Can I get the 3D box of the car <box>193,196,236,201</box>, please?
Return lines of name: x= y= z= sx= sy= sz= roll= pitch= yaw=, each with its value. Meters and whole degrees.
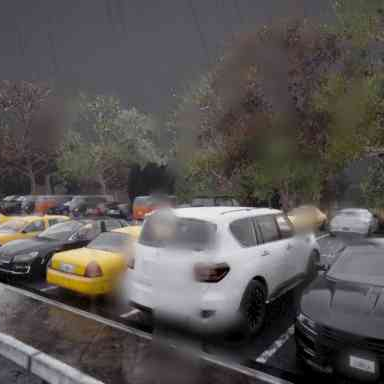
car: x=2.020 y=1.285 z=22.711 sx=2.435 sy=2.045 sz=5.566 roll=0 pitch=0 yaw=36

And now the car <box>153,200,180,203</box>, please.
car: x=-0.257 y=1.556 z=24.290 sx=2.163 sy=1.488 sz=4.792 roll=0 pitch=0 yaw=36

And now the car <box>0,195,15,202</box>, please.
car: x=-18.196 y=1.333 z=37.289 sx=2.435 sy=2.045 sz=5.566 roll=0 pitch=0 yaw=36

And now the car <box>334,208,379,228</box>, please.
car: x=8.730 y=1.604 z=17.810 sx=2.002 sy=1.452 sz=4.674 roll=0 pitch=0 yaw=36

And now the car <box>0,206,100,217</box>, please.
car: x=-5.806 y=1.540 z=11.965 sx=1.946 sy=1.575 sz=5.366 roll=0 pitch=0 yaw=36

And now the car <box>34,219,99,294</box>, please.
car: x=-1.093 y=1.559 z=9.007 sx=1.946 sy=1.575 sz=5.366 roll=0 pitch=0 yaw=36

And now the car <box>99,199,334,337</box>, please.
car: x=1.064 y=1.320 z=7.251 sx=2.435 sy=2.045 sz=5.566 roll=0 pitch=0 yaw=36

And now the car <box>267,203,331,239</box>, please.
car: x=6.379 y=1.552 z=19.288 sx=1.946 sy=1.575 sz=5.366 roll=0 pitch=0 yaw=36

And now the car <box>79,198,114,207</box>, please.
car: x=-6.948 y=1.548 z=29.209 sx=2.163 sy=1.488 sz=4.792 roll=0 pitch=0 yaw=36

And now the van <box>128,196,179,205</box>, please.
van: x=-2.515 y=1.294 z=26.105 sx=1.878 sy=1.987 sz=4.442 roll=0 pitch=0 yaw=36

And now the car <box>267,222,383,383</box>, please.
car: x=3.297 y=1.580 z=5.604 sx=2.097 sy=1.535 sz=5.008 roll=0 pitch=0 yaw=36

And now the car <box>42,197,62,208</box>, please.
car: x=-11.446 y=1.540 z=32.439 sx=2.097 sy=1.535 sz=5.008 roll=0 pitch=0 yaw=36

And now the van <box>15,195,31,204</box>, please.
van: x=-16.005 y=1.344 z=35.592 sx=1.878 sy=1.987 sz=4.442 roll=0 pitch=0 yaw=36

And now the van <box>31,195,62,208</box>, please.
van: x=-13.625 y=1.329 z=34.155 sx=1.878 sy=1.987 sz=4.442 roll=0 pitch=0 yaw=36

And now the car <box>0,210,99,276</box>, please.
car: x=-3.446 y=1.554 z=10.491 sx=2.231 sy=1.521 sz=4.892 roll=0 pitch=0 yaw=36

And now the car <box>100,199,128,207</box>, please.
car: x=-4.811 y=1.546 z=27.660 sx=2.163 sy=1.488 sz=4.792 roll=0 pitch=0 yaw=36

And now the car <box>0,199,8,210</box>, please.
car: x=-27.251 y=1.684 z=43.888 sx=2.002 sy=1.452 sz=4.674 roll=0 pitch=0 yaw=36

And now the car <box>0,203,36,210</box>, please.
car: x=-10.400 y=1.524 z=15.294 sx=1.946 sy=1.575 sz=5.366 roll=0 pitch=0 yaw=36

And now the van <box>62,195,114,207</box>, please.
van: x=-9.258 y=1.302 z=30.713 sx=1.878 sy=1.987 sz=4.442 roll=0 pitch=0 yaw=36
